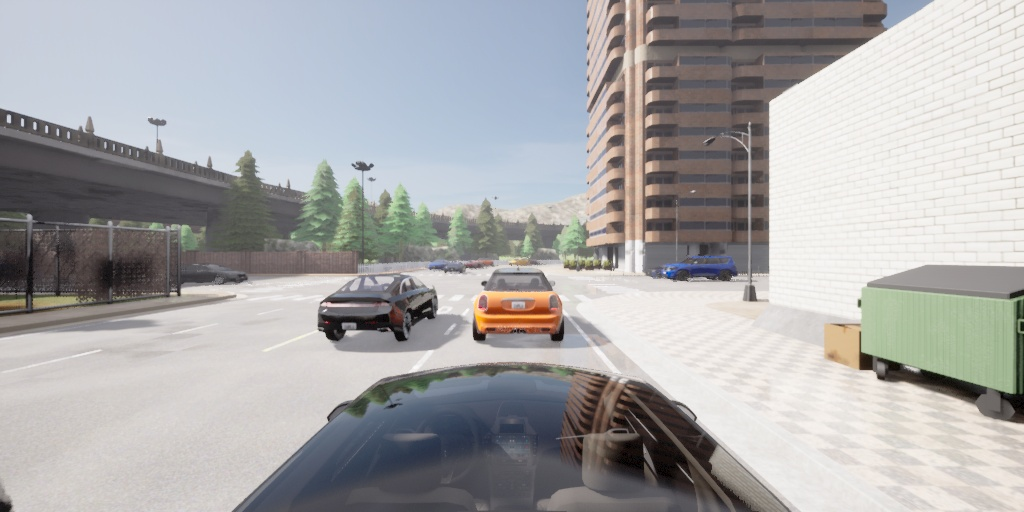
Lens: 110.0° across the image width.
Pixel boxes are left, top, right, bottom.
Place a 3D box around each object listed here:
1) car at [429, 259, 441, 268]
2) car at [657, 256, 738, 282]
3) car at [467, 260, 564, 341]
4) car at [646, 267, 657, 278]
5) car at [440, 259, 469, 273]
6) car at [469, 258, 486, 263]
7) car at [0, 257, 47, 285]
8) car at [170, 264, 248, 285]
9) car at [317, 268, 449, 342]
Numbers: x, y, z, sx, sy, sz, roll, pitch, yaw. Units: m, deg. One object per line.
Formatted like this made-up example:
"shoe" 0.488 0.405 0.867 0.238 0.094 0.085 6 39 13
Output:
"car" -9.759 1.207 48.447 1.882 1.535 5.008 0 0 5
"car" 15.143 1.014 29.050 5.566 2.045 2.150 0 0 1
"car" 0.167 1.098 10.004 2.097 1.767 4.553 0 0 1
"car" 14.402 1.356 32.561 4.181 1.385 1.994 0 0 1
"car" -6.587 1.296 41.659 1.994 1.385 4.181 0 0 2
"car" -5.894 1.327 53.745 1.895 1.301 4.718 0 0 11
"car" -37.474 1.016 25.980 5.566 2.045 2.150 0 0 1
"car" -21.784 1.300 25.795 4.892 1.490 1.837 0 0 1
"car" -3.335 1.238 9.831 2.128 1.511 4.902 0 0 1
